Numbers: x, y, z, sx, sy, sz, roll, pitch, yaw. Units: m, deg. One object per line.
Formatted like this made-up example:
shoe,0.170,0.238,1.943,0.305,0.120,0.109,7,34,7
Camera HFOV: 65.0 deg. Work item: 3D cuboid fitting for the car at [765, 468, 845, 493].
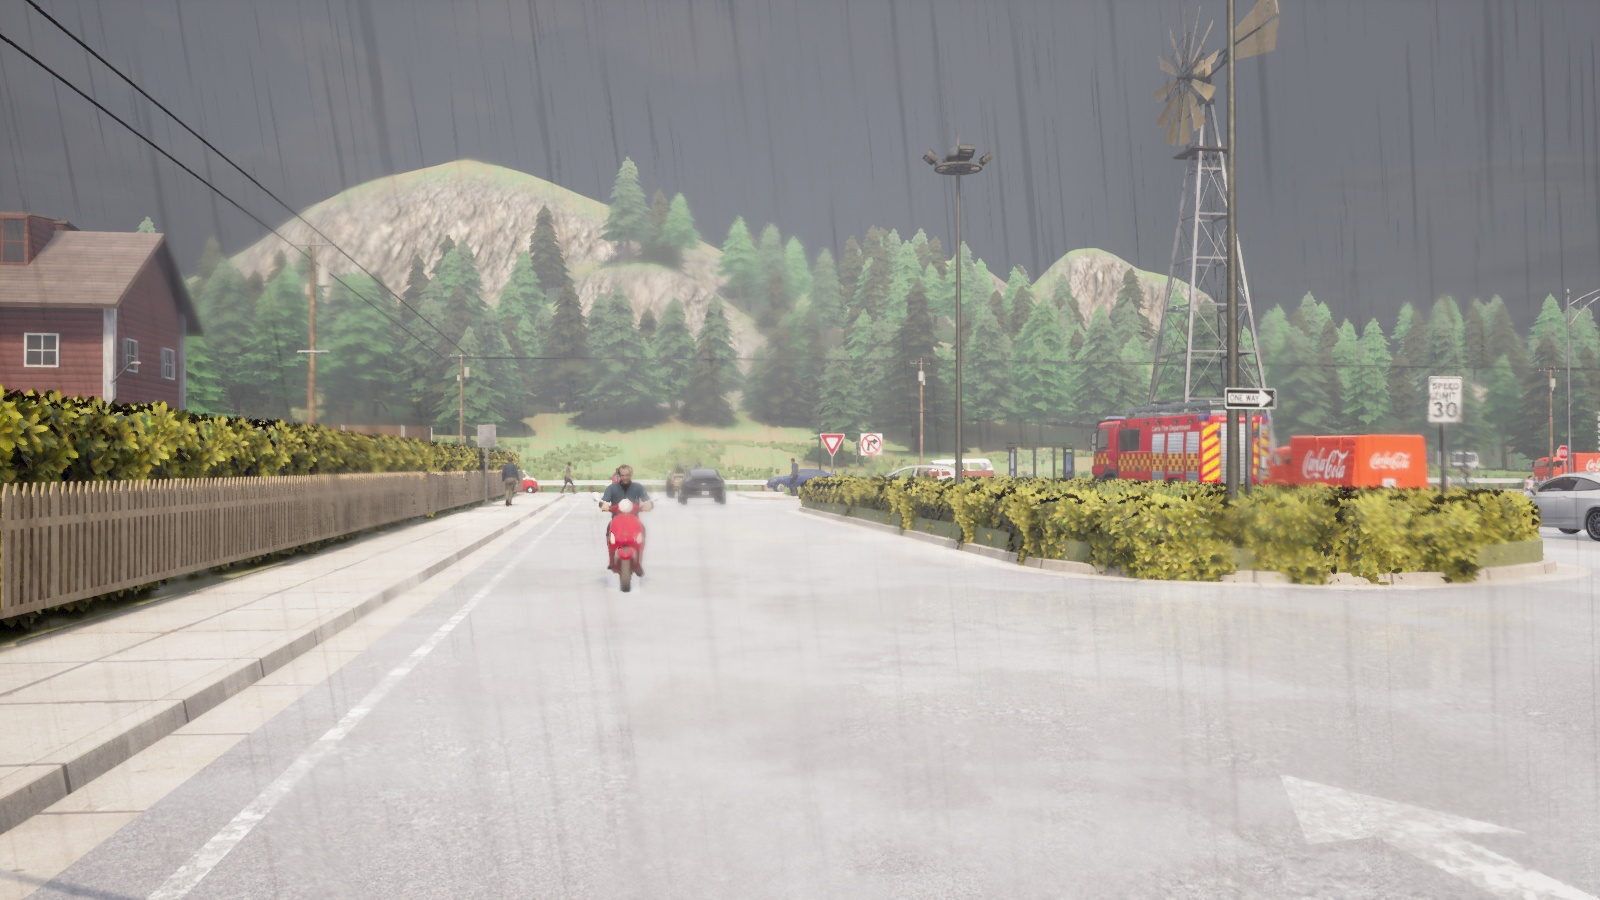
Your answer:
car,0.283,1.868,76.929,4.674,1.442,1.812,0,-1,-8

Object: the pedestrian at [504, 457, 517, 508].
pedestrian,-10.461,1.168,45.327,0.370,1.835,0.726,0,-1,-6

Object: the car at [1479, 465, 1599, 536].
car,17.195,1.056,27.343,1.812,1.442,4.674,0,-1,-8

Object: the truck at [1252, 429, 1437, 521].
truck,15.742,0.687,36.718,2.627,2.467,5.204,0,0,-8

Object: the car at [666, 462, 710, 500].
car,-5.724,1.532,63.541,1.932,1.855,4.605,0,-1,-9

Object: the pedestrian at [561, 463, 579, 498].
pedestrian,-12.122,1.598,66.228,0.869,1.805,0.328,0,-1,-19

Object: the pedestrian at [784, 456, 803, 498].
pedestrian,-0.306,1.265,59.164,0.788,1.949,0.423,-1,-1,26

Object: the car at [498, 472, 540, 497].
car,-15.905,1.961,71.096,2.207,1.376,1.481,-1,-1,-8

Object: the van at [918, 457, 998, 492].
van,9.814,1.494,78.286,4.480,2.038,2.069,-1,-1,-8

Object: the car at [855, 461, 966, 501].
car,4.821,1.345,54.410,4.611,1.667,2.242,-1,-1,10

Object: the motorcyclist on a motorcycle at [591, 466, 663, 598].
motorcyclist on a motorcycle,-2.240,1.005,16.206,0.866,1.590,1.817,0,-1,-8

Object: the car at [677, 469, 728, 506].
car,-4.202,1.574,53.576,1.837,1.490,4.892,0,-1,-8

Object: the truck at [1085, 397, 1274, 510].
truck,13.911,0.158,46.998,2.891,3.827,8.468,0,-1,-13
